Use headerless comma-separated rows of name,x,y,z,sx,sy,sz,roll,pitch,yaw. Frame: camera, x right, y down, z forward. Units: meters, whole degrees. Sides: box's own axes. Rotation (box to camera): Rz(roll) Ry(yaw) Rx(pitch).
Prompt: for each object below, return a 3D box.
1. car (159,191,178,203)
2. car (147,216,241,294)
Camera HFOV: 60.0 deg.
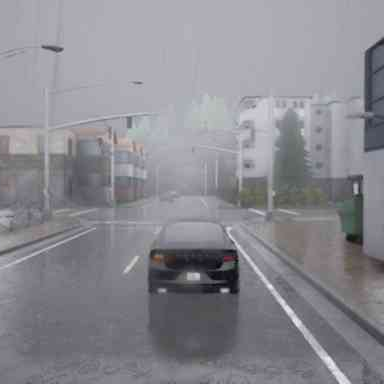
car,-3.567,0.805,47.411,2.033,1.411,5.357,0,1,0
car,0.052,1.343,8.498,1.882,1.535,5.008,0,1,1
